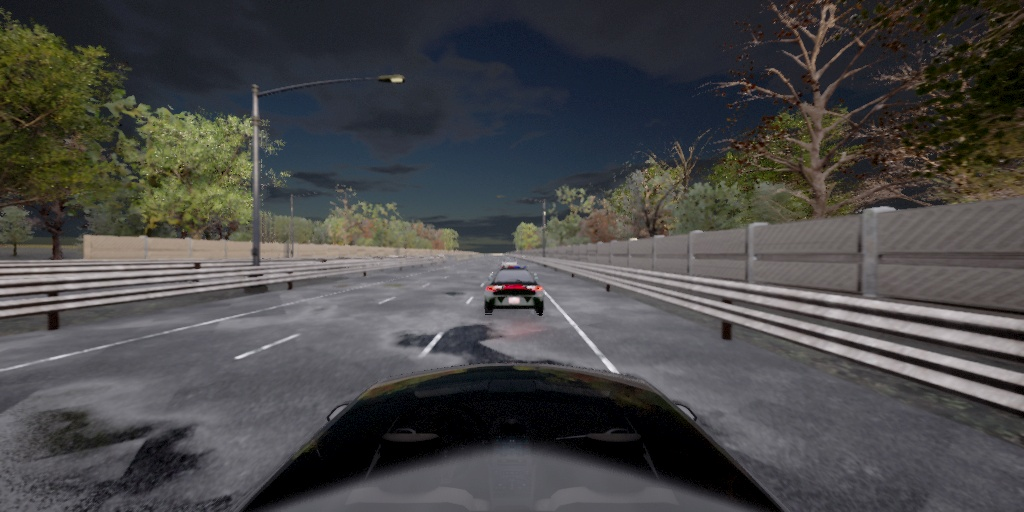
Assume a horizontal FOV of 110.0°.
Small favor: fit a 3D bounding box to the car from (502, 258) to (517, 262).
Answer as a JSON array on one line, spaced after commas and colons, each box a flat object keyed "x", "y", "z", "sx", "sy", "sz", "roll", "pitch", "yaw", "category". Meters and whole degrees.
[{"x": -0.317, "y": 0.962, "z": 45.297, "sx": 1.895, "sy": 1.301, "sz": 4.718, "roll": 0, "pitch": 1, "yaw": -1, "category": "car"}]

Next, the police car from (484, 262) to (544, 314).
[{"x": 0.064, "y": 1.152, "z": 13.325, "sx": 2.038, "sy": 1.542, "sz": 4.974, "roll": 0, "pitch": 0, "yaw": 0, "category": "police car"}]
